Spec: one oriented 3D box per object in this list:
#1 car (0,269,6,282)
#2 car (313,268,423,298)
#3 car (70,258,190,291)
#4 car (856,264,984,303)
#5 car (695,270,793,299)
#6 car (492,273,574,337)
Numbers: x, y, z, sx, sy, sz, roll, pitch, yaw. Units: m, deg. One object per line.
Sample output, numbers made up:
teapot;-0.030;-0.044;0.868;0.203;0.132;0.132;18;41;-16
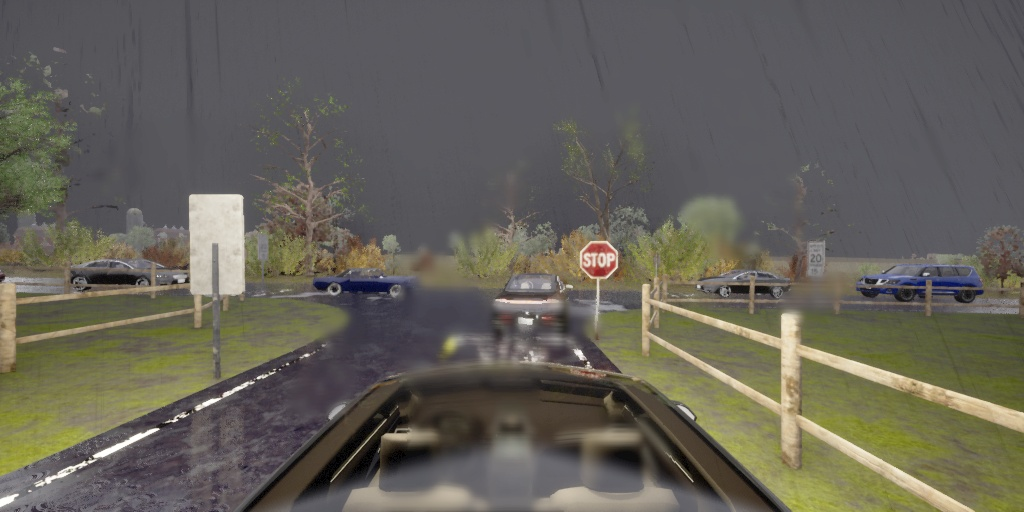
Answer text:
car;-27.780;0.717;17.404;4.674;1.442;1.812;1;1;0
car;-6.809;1.248;17.361;4.718;1.301;1.895;1;1;0
car;-18.477;0.885;17.389;4.902;1.511;2.128;1;1;0
car;22.915;1.466;20.251;5.566;2.045;2.150;1;1;0
car;13.020;1.525;20.271;4.902;1.511;2.128;1;1;0
car;0.714;1.239;10.323;2.128;1.511;4.902;0;0;9
